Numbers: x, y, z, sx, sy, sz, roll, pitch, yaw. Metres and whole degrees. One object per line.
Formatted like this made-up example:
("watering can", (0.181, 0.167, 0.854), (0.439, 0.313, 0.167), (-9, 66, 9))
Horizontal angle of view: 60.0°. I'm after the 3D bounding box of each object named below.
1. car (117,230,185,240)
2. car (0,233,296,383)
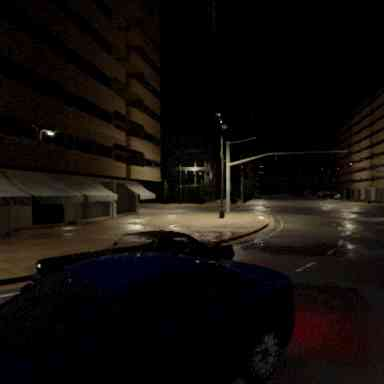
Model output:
("car", (-1.150, 1.633, 7.936), (4.718, 1.301, 1.895), (0, 0, -45))
("car", (-0.835, 1.494, 3.676), (5.008, 1.535, 1.882), (0, 0, -41))
